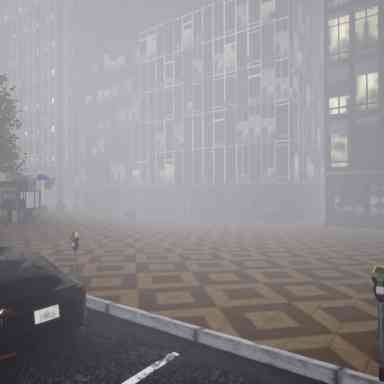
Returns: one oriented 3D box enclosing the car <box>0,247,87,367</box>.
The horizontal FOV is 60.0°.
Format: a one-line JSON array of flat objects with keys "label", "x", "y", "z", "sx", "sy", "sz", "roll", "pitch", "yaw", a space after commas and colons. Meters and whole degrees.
[{"label": "car", "x": -3.507, "y": 1.566, "z": 5.371, "sx": 4.313, "sy": 1.339, "sz": 1.947, "roll": 0, "pitch": 0, "yaw": 35}]
